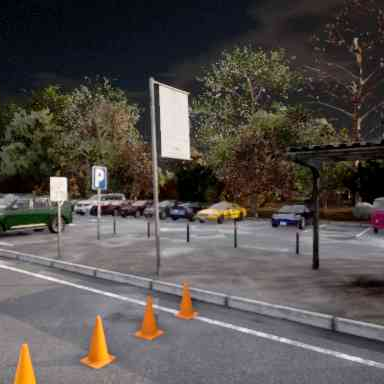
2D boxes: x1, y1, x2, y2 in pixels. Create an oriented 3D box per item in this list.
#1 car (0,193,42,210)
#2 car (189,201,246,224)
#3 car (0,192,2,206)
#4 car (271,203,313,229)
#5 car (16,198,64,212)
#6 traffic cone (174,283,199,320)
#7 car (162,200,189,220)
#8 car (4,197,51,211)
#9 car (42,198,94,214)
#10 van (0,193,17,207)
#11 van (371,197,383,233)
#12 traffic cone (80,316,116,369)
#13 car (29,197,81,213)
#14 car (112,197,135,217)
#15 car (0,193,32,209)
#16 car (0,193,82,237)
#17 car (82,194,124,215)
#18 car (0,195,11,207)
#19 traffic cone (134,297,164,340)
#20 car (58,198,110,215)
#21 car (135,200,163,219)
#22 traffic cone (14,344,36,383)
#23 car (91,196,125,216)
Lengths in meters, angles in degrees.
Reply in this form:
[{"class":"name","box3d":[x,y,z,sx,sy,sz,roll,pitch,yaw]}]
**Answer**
[{"class":"car","box3d":[-22.606,1.144,42.891,2.435,2.045,5.566,0,0,35]},{"class":"car","box3d":[2.291,1.472,25.211,1.946,1.575,5.366,0,0,35]},{"class":"car","box3d":[-31.659,1.048,49.320,2.435,2.045,5.566,1,0,35]},{"class":"car","box3d":[6.924,1.511,22.148,2.163,1.488,4.792,0,0,35]},{"class":"car","box3d":[-18.060,1.460,39.697,2.163,1.488,4.792,0,0,35]},{"class":"traffic cone","box3d":[-0.101,1.956,6.077,0.340,0.580,0.340,0,0,36]},{"class":"car","box3d":[0.143,1.501,26.982,2.163,1.488,4.792,0,0,35]},{"class":"car","box3d":[-20.304,1.443,41.344,2.163,1.488,4.792,0,0,35]},{"class":"car","box3d":[-13.505,1.448,36.527,2.097,1.535,5.008,0,0,35]},{"class":"van","box3d":[-27.066,1.124,46.202,1.878,1.987,4.442,1,0,35]},{"class":"van","box3d":[11.550,1.263,19.077,1.878,1.987,4.442,0,0,35]},{"class":"traffic cone","box3d":[-1.251,1.956,4.445,0.340,0.580,0.340,0,0,35]},{"class":"car","box3d":[-15.668,1.436,38.279,1.946,1.575,5.366,0,0,35]},{"class":"car","box3d":[-4.413,1.464,30.153,2.097,1.535,5.008,0,0,35]},{"class":"car","box3d":[-24.845,1.123,44.534,2.435,2.045,5.566,1,0,35]},{"class":"car","box3d":[-8.967,1.217,17.327,2.435,2.045,5.566,0,0,35]},{"class":"car","box3d":[-8.975,1.206,33.316,2.435,2.045,5.566,0,0,35]},{"class":"car","box3d":[-29.298,1.321,47.855,1.946,1.575,5.366,1,0,35]},{"class":"traffic cone","box3d":[-0.676,1.956,5.261,0.340,0.580,0.340,0,0,35]},{"class":"car","box3d":[-11.232,1.455,34.930,2.231,1.521,4.892,0,0,35]},{"class":"car","box3d":[-2.140,1.469,28.559,2.231,1.521,4.892,0,0,35]},{"class":"traffic cone","box3d":[-1.826,1.956,3.628,0.340,0.580,0.340,0,0,35]},{"class":"car","box3d":[-6.684,1.461,31.749,2.097,1.535,5.008,0,0,35]}]
